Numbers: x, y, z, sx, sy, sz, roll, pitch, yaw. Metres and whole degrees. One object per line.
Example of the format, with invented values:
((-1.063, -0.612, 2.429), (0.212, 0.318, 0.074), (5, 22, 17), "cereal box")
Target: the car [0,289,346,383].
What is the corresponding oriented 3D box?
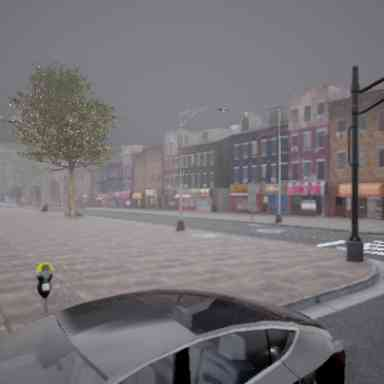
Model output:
((-0.639, 1.567, 2.354), (4.313, 1.339, 1.947), (0, 0, -35), "car")
